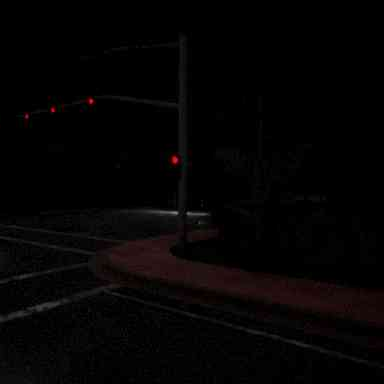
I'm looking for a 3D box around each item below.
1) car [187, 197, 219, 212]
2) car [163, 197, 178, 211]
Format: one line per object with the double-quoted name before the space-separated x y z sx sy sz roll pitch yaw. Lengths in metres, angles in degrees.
"car" 1.597 1.347 36.492 1.882 1.535 5.008 0 0 36
"car" -1.252 1.324 38.526 1.882 1.535 5.008 0 0 36
